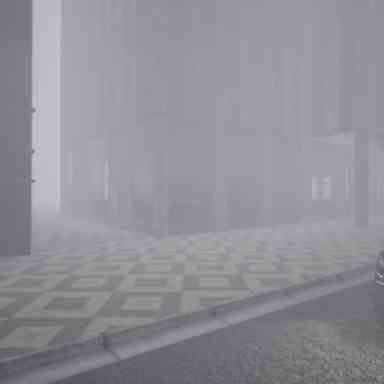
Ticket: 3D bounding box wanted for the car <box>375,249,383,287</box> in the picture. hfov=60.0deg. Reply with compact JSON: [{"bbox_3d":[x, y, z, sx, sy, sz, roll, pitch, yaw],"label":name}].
[{"bbox_3d":[6.165,1.430,7.776,4.902,1.511,2.128,0,0,-36],"label":"car"}]
